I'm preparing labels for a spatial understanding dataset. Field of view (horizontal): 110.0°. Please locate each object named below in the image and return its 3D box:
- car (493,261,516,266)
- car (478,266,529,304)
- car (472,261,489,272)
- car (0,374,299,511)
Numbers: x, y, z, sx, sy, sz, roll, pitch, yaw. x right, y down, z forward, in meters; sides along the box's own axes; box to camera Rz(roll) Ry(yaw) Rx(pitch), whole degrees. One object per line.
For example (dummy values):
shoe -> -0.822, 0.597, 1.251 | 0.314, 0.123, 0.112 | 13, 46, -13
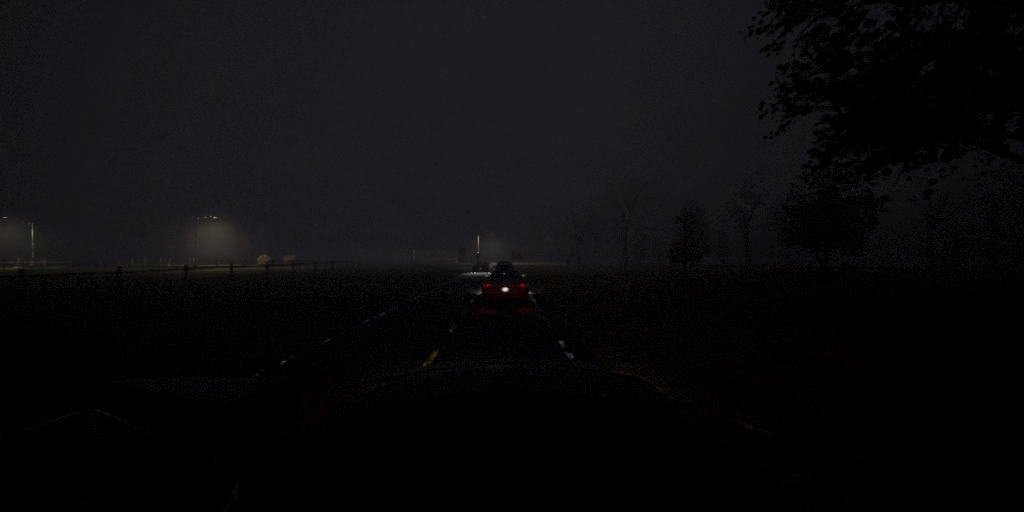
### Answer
car -> -0.685, 1.240, 32.908 | 1.837, 1.490, 4.892 | 0, 0, -1
car -> -0.313, 1.310, 16.284 | 1.994, 1.385, 4.181 | 0, 0, -1
car -> -3.798, 1.335, 44.731 | 1.994, 1.385, 4.181 | 0, 0, -1
car -> -2.924, 1.349, 1.180 | 1.895, 1.301, 4.718 | 0, 0, -1
